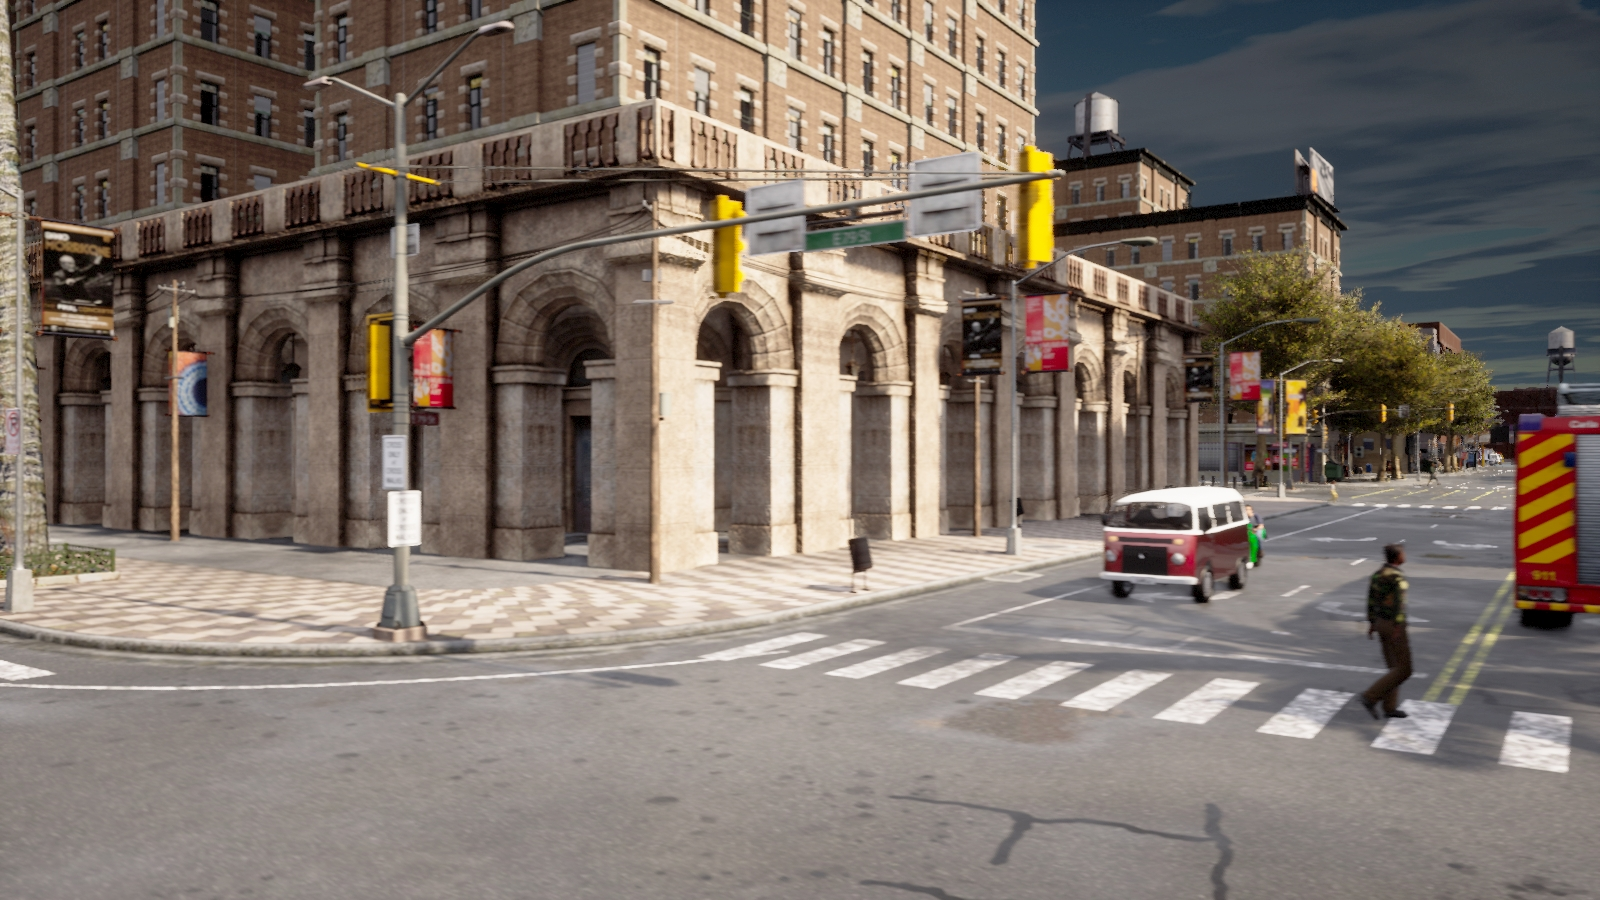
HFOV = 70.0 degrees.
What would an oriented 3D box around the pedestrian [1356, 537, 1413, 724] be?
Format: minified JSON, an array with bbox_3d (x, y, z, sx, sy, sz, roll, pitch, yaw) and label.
[{"bbox_3d":[6.038,1.849,11.808,0.375,1.860,0.375,0,0,-5],"label":"pedestrian"}]

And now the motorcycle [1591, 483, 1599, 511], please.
[{"bbox_3d":[37.947,2.205,54.070,0.867,1.251,2.209,0,0,34],"label":"motorcycle"}]

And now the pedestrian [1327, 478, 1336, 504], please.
[{"bbox_3d":[27.586,2.127,59.256,0.375,1.300,0.375,0,0,34],"label":"pedestrian"}]

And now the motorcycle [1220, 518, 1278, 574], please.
[{"bbox_3d":[10.498,2.213,26.669,0.803,1.145,2.033,0,0,35],"label":"motorcycle"}]

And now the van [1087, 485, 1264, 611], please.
[{"bbox_3d":[7.427,1.783,22.310,2.069,2.038,4.480,0,0,35],"label":"van"}]

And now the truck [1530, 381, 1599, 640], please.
[{"bbox_3d":[14.753,0.891,20.089,2.891,3.827,8.468,0,0,35],"label":"truck"}]
